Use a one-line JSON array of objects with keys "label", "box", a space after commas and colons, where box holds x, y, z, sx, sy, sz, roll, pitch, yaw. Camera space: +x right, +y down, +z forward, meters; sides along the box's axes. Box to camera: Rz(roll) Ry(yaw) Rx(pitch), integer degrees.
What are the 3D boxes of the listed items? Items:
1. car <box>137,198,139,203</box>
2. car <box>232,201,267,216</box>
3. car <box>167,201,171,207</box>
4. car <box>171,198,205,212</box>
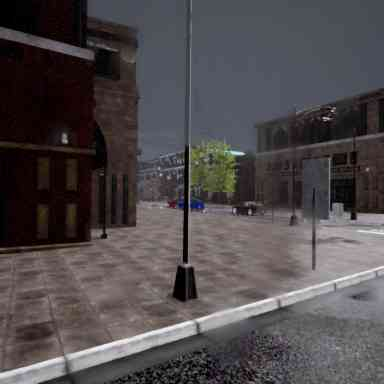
[{"label": "car", "box": [-12.222, 1.673, 68.994, 1.802, 1.307, 4.206, 1, -1, -27]}, {"label": "car", "box": [5.763, 1.629, 33.758, 2.008, 1.369, 4.403, 1, -1, -27]}, {"label": "car", "box": [-2.188, 1.629, 49.300, 1.887, 1.381, 4.507, 1, -1, -27]}, {"label": "car", "box": [-0.288, 1.518, 40.120, 1.882, 1.535, 5.008, 1, -1, -27]}]
